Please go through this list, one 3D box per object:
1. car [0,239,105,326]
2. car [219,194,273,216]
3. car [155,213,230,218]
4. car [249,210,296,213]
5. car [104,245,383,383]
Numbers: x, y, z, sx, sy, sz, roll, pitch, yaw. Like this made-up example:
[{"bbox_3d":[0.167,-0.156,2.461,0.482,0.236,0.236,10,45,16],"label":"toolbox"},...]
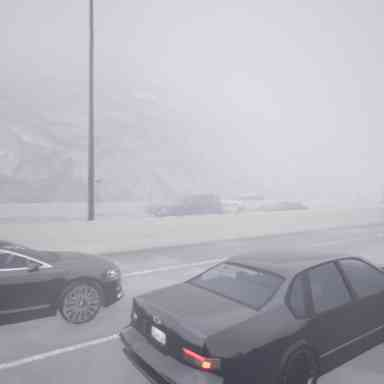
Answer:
[{"bbox_3d":[-3.580,1.492,5.492,4.902,1.511,2.128,0,0,-35],"label":"car"},{"bbox_3d":[5.541,1.227,33.737,5.566,2.045,2.150,0,0,-36],"label":"car"},{"bbox_3d":[-0.121,1.222,25.396,5.566,2.045,2.150,0,0,-35],"label":"car"},{"bbox_3d":[7.227,1.494,26.343,4.902,1.511,2.128,0,0,-36],"label":"car"},{"bbox_3d":[1.692,1.548,4.950,5.357,1.411,2.033,0,0,-35],"label":"car"}]
